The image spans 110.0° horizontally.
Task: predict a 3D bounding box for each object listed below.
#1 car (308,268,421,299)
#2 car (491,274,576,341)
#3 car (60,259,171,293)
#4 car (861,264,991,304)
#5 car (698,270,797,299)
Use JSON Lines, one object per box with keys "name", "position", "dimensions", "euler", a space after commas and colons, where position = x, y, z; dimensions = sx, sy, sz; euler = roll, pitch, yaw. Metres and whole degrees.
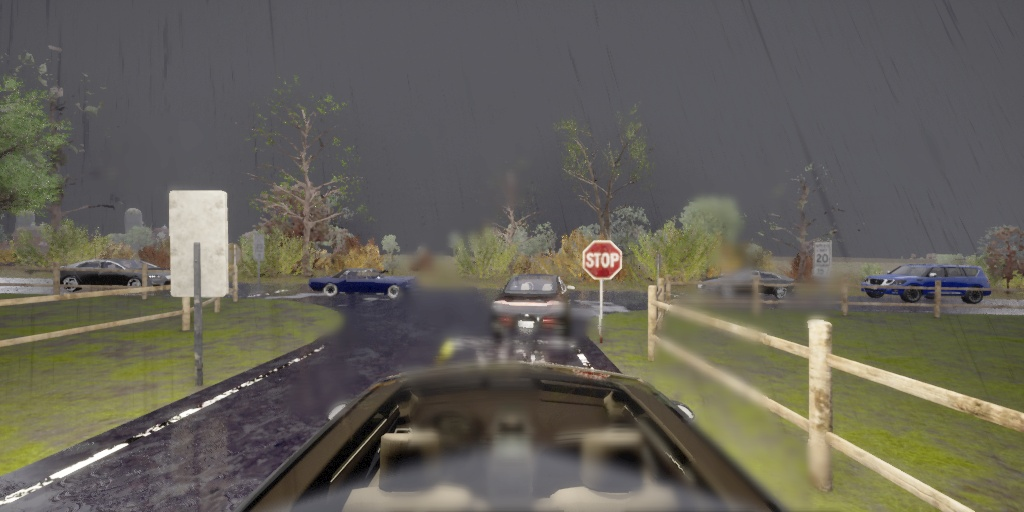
{"name": "car", "position": [-6.819, 1.248, 17.026], "dimensions": [4.718, 1.301, 1.895], "euler": [1, 1, 0]}
{"name": "car", "position": [0.708, 1.240, 9.993], "dimensions": [2.128, 1.511, 4.902], "euler": [0, 0, 9]}
{"name": "car", "position": [-18.487, 0.885, 17.044], "dimensions": [4.902, 1.511, 2.128], "euler": [1, 1, 0]}
{"name": "car", "position": [22.903, 1.466, 19.937], "dimensions": [5.566, 2.045, 2.150], "euler": [1, 1, 0]}
{"name": "car", "position": [13.007, 1.525, 19.950], "dimensions": [4.902, 1.511, 2.128], "euler": [1, 1, 0]}
